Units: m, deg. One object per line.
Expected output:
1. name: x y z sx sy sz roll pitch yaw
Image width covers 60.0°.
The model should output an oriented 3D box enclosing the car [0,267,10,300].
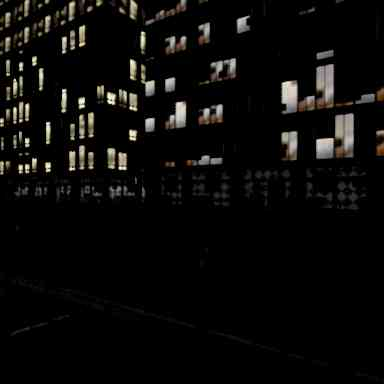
1. car: -5.638 1.529 6.905 4.829 1.417 1.752 0 0 36
